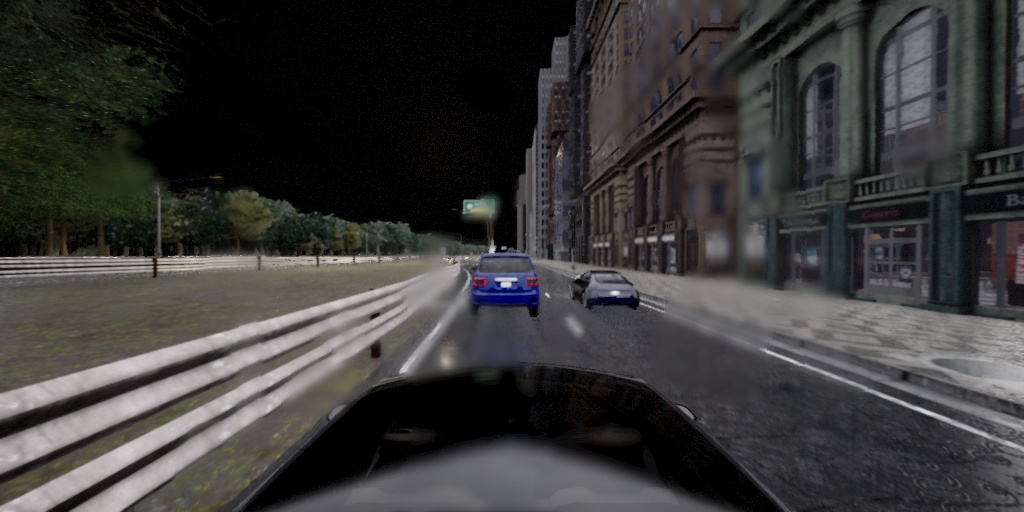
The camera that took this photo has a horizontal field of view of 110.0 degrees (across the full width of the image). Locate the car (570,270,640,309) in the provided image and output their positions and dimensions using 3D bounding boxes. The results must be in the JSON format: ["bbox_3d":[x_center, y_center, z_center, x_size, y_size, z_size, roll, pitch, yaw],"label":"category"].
[{"bbox_3d":[3.603,1.250,14.532,1.994,1.385,4.181,0,0,0],"label":"car"}]

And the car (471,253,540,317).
[{"bbox_3d":[-0.307,0.913,13.133,2.150,2.045,5.566,0,0,-3],"label":"car"}]
